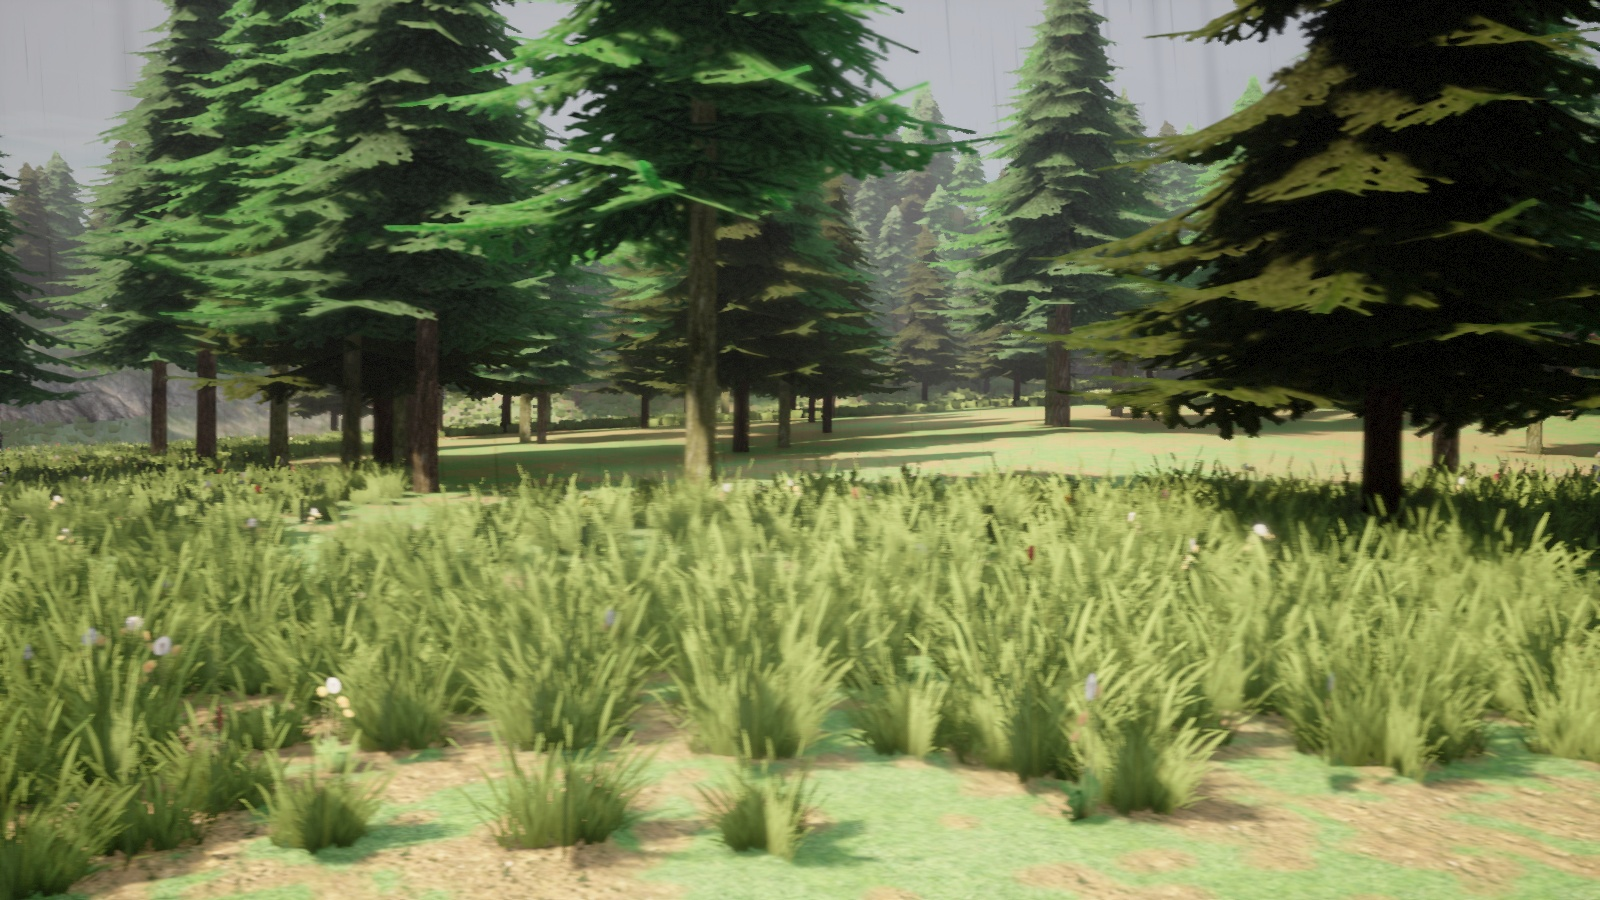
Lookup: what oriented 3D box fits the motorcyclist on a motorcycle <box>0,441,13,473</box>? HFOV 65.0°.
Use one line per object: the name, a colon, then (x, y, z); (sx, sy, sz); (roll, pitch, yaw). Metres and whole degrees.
motorcyclist on a motorcycle: (-38.903, 0.352, 60.504); (0.797, 1.523, 2.044); (1, 1, -3)
